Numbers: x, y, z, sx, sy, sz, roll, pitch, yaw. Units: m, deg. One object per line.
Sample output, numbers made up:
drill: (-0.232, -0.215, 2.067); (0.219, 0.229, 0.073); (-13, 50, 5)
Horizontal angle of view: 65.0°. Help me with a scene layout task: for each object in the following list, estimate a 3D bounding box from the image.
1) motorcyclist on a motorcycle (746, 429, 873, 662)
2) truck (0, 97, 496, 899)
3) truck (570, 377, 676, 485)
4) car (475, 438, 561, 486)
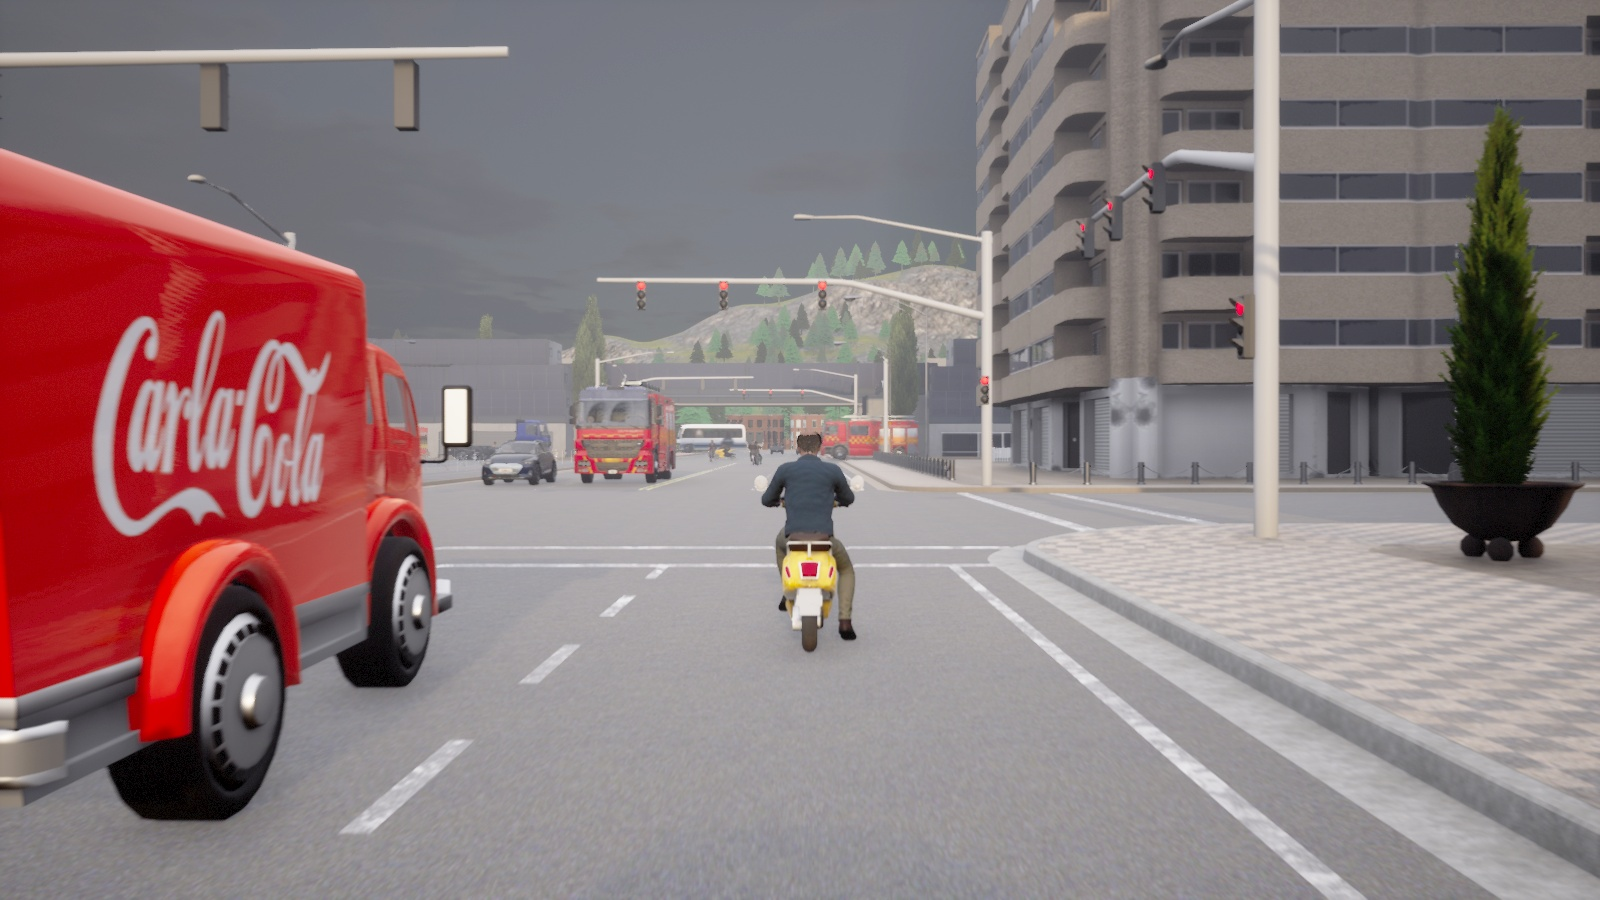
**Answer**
motorcyclist on a motorcycle: (0.069, 0.647, 9.480); (0.866, 1.590, 1.817); (0, 0, 0)
truck: (-3.450, 0.222, 6.159); (2.627, 2.467, 5.204); (0, 0, 0)
truck: (-6.706, -0.699, 48.956); (2.891, 3.827, 8.468); (0, 0, 0)
car: (-10.224, 0.409, 45.956); (2.033, 1.649, 4.856); (0, 0, 0)
